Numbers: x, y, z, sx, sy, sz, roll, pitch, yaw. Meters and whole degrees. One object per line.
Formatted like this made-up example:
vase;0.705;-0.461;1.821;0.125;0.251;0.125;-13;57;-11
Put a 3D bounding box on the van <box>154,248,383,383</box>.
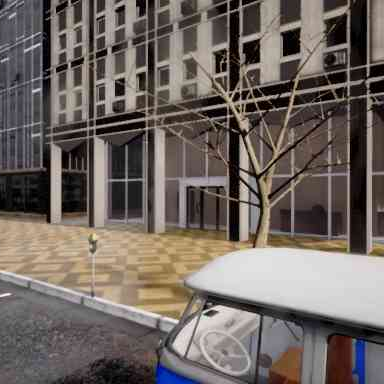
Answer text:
van;1.559;1.341;1.758;3.998;1.788;1.690;0;0;36
